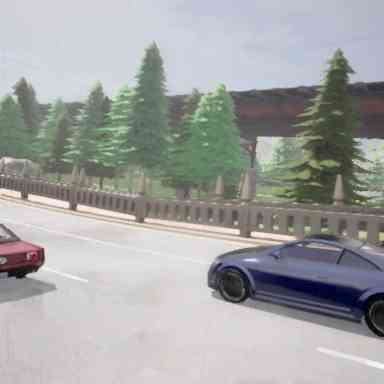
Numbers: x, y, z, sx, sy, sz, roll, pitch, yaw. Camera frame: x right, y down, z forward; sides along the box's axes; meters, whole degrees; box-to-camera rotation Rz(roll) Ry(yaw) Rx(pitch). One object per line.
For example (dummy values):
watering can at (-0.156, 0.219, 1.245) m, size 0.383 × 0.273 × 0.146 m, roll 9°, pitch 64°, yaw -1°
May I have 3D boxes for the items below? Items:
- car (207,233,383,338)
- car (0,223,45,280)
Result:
car at (2.380, 1.535, 6.595) m, size 4.181 × 1.385 × 1.994 m, roll 1°, pitch 1°, yaw 36°
car at (-5.672, 1.327, 8.041) m, size 4.718 × 1.301 × 1.895 m, roll 3°, pitch 2°, yaw 35°
